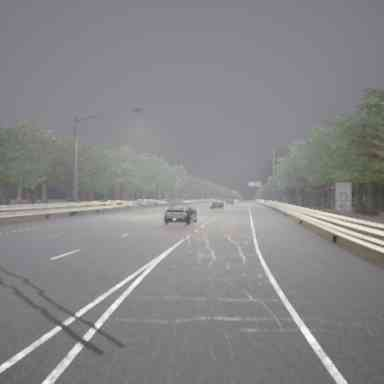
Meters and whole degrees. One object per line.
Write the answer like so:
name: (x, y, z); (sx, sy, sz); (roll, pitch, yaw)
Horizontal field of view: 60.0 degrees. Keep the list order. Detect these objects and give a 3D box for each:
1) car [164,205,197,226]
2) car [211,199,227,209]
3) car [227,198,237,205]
car: (-0.784, 1.689, 25.164); (2.128, 1.511, 4.902); (0, 0, 9)
car: (4.377, 2.101, 56.245); (1.812, 1.442, 4.674); (0, -1, 10)
car: (10.948, 2.599, 94.918); (2.150, 2.045, 5.566); (0, -1, 10)
